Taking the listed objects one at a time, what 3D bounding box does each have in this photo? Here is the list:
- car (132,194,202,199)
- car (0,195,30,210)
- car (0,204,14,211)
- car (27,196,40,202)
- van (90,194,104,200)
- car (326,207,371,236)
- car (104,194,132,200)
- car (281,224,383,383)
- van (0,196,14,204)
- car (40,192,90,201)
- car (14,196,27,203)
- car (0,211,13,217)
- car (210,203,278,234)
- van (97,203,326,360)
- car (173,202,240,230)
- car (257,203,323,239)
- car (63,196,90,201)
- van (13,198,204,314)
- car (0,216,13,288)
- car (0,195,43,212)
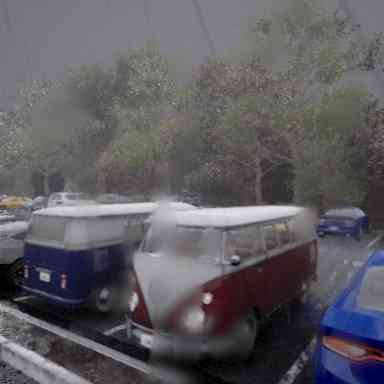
[{"bbox_3d":[-1.199,1.178,23.500,2.435,2.045,5.566,1,0,36],"label":"car"},{"bbox_3d":[-21.501,1.183,38.061,2.231,1.521,4.892,1,0,36],"label":"car"},{"bbox_3d":[-8.284,1.435,12.530,2.231,1.521,4.892,1,0,36],"label":"car"},{"bbox_3d":[-12.490,1.323,31.574,2.163,1.488,4.792,1,0,36],"label":"car"},{"bbox_3d":[-5.631,1.152,26.848,1.878,1.987,4.442,1,0,36],"label":"van"},{"bbox_3d":[7.848,1.493,17.059,2.097,1.535,5.008,0,0,36],"label":"car"},{"bbox_3d":[-3.424,1.155,25.162,2.435,2.045,5.566,1,0,36],"label":"car"},{"bbox_3d":[3.116,1.504,4.363,2.097,1.535,5.008,0,0,36],"label":"car"},{"bbox_3d":[-10.502,1.186,14.251,1.878,1.987,4.442,1,0,36],"label":"van"},{"bbox_3d":[-10.197,1.071,30.005,2.435,2.045,5.566,1,0,36],"label":"car"},{"bbox_3d":[-14.713,1.140,33.237,2.185,1.767,4.553,1,0,36],"label":"car"},{"bbox_3d":[-6.009,1.495,10.892,2.002,1.452,4.674,1,0,36],"label":"car"},{"bbox_3d":[3.320,1.500,20.267,2.163,1.488,4.792,1,0,36],"label":"car"},{"bbox_3d":[0.768,1.270,5.905,1.878,1.987,4.442,0,0,36],"label":"van"},{"bbox_3d":[1.090,1.480,21.934,2.163,1.488,4.792,1,0,36],"label":"car"},{"bbox_3d":[5.699,1.479,18.829,1.946,1.575,5.366,0,0,36],"label":"car"},{"bbox_3d":[-7.849,1.347,28.520,1.946,1.575,5.366,1,0,36],"label":"car"},{"bbox_3d":[-1.375,1.259,7.724,1.878,1.987,4.442,0,0,36],"label":"van"},{"bbox_3d":[-3.707,1.503,9.284,2.163,1.488,4.792,0,0,36],"label":"car"},{"bbox_3d":[-19.354,1.207,36.291,1.946,1.575,5.366,1,0,36],"label":"car"}]
